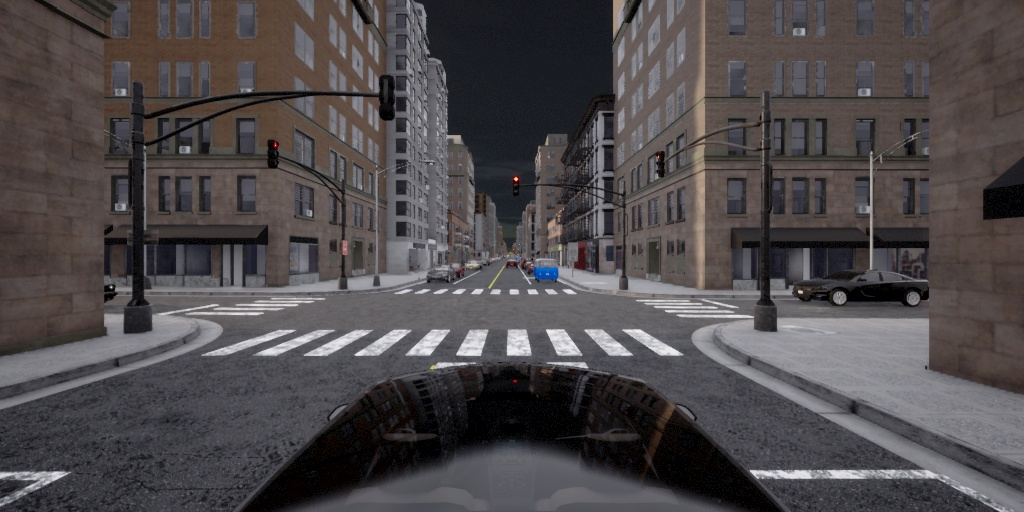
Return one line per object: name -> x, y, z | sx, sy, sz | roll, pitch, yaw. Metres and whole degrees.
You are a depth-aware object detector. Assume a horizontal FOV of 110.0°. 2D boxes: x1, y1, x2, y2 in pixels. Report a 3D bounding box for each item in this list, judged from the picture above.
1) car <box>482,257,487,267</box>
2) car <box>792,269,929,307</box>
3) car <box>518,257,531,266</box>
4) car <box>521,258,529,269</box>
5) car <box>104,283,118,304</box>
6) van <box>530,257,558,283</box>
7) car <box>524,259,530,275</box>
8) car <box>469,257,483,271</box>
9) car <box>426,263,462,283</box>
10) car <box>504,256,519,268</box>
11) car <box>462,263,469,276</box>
car -> -5.504, 1.305, 56.304 | 1.948, 1.339, 4.313 | 0, 0, 0
car -> 15.193, 1.328, 15.785 | 5.008, 1.535, 1.882 | 0, 0, 0
car -> 2.521, 1.054, 56.327 | 2.192, 1.841, 5.009 | 0, 0, 0
car -> 2.533, 1.326, 50.645 | 1.802, 1.307, 4.207 | 0, 0, 0
car -> -17.227, 1.254, 12.719 | 4.718, 1.301, 1.895 | 0, 0, -2
van -> 2.581, 1.089, 27.919 | 1.690, 1.789, 3.998 | 0, 0, 0
car -> 2.557, 1.330, 39.282 | 1.802, 1.307, 4.207 | 0, 0, 0
car -> -5.492, 1.269, 50.452 | 1.751, 1.417, 4.829 | 0, 0, 0
car -> -5.444, 1.299, 27.894 | 2.007, 1.370, 4.403 | 0, 0, 0
car -> -0.023, 1.215, 60.080 | 1.882, 1.535, 5.008 | 0, 0, 0
car -> -5.456, 1.293, 33.575 | 1.888, 1.381, 4.507 | 0, 0, 0
